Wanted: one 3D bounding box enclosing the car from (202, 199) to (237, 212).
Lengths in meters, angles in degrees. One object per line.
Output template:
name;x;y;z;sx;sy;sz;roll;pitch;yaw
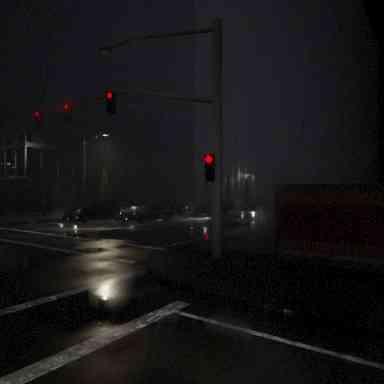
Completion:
car;3.537;1.603;41.789;2.033;1.411;5.357;0;0;35

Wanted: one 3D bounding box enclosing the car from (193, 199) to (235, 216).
car;2.039;1.533;33.693;1.882;1.535;5.008;0;0;35

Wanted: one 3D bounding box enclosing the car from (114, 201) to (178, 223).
car;-3.483;1.656;25.994;1.895;1.301;4.718;0;0;36

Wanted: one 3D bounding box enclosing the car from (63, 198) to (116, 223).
car;-7.748;1.407;26.047;2.097;1.767;4.553;0;0;36

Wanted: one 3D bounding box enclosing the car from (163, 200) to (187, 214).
car;-2.425;1.560;33.475;1.837;1.490;4.892;0;0;36

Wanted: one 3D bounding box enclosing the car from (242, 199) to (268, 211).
car;8.015;1.581;42.007;1.812;1.442;4.674;0;0;36
